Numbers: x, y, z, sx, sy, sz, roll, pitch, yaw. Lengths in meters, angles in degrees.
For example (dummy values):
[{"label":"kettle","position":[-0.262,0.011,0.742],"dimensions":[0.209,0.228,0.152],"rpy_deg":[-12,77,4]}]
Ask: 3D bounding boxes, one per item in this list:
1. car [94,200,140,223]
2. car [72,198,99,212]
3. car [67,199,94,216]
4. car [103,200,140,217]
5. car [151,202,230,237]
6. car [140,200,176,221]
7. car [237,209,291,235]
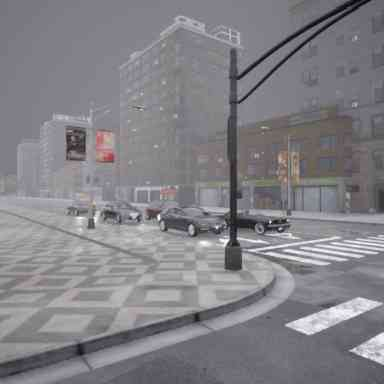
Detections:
[{"label":"car","position":[-5.662,1.582,26.300],"dimensions":[2.128,1.511,4.902],"rpy_deg":[0,0,-36]},{"label":"car","position":[-13.864,1.622,43.168],"dimensions":[1.882,1.535,5.008],"rpy_deg":[0,0,-35]},{"label":"car","position":[-11.512,1.627,34.357],"dimensions":[1.837,1.490,4.892],"rpy_deg":[0,0,-36]},{"label":"car","position":[-7.302,1.619,34.087],"dimensions":[1.837,1.490,4.892],"rpy_deg":[0,0,-36]},{"label":"car","position":[-0.163,1.559,18.742],"dimensions":[1.837,1.490,4.892],"rpy_deg":[0,0,-36]},{"label":"car","position":[-1.947,1.435,26.726],"dimensions":[2.097,1.767,4.553],"rpy_deg":[0,0,-36]},{"label":"car","position":[3.381,1.648,19.403],"dimensions":[1.895,1.301,4.718],"rpy_deg":[0,0,-36]}]
